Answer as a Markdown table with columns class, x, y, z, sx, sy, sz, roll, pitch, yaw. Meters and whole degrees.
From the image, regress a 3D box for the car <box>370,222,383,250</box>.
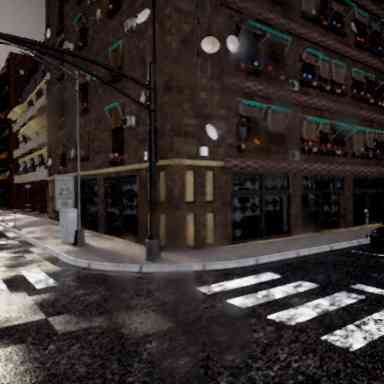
| class | x | y | z | sx | sy | sz | roll | pitch | yaw |
| --- | --- | --- | --- | --- | --- | --- | --- | --- | --- |
| car | 8.536 | 1.474 | 12.659 | 4.313 | 1.339 | 1.947 | 0 | 0 | -36 |
